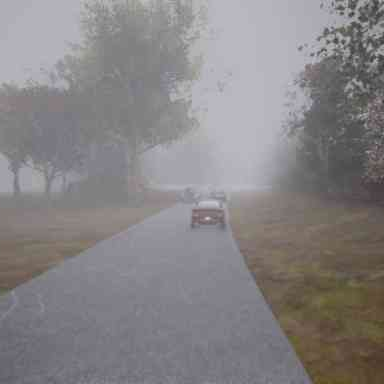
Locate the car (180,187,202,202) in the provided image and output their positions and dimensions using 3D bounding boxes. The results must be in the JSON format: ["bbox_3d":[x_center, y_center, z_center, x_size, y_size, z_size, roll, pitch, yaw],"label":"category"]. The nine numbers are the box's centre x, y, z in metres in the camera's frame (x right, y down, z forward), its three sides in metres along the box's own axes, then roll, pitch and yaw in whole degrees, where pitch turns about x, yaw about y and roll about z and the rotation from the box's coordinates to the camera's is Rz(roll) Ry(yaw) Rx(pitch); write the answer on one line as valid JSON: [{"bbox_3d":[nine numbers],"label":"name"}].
[{"bbox_3d":[0.009,0.231,37.625,2.097,1.767,4.553,2,3,7],"label":"car"}]

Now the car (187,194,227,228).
[{"bbox_3d":[1.006,1.153,19.820,1.882,1.535,5.008,0,2,4],"label":"car"}]

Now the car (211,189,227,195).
[{"bbox_3d":[3.203,0.316,40.241,1.994,1.385,4.181,0,3,7],"label":"car"}]
